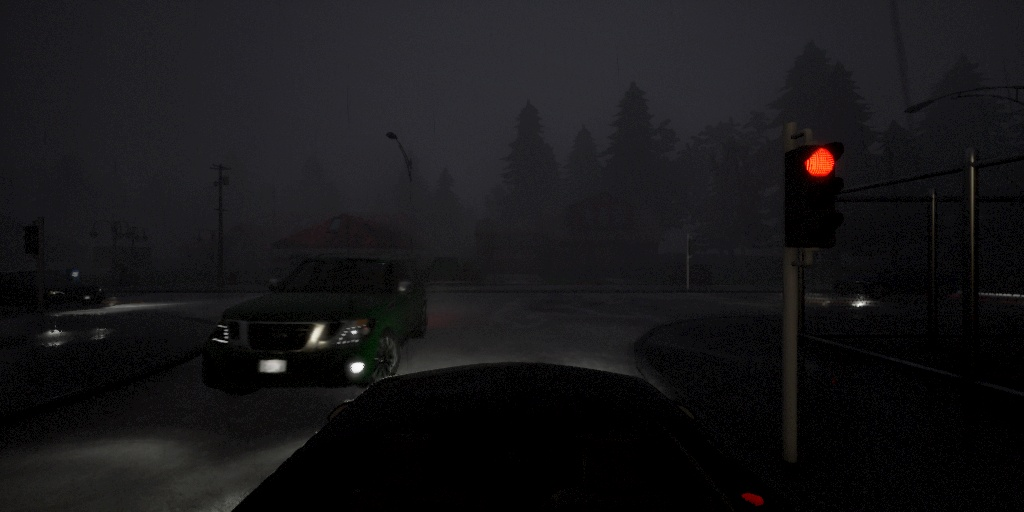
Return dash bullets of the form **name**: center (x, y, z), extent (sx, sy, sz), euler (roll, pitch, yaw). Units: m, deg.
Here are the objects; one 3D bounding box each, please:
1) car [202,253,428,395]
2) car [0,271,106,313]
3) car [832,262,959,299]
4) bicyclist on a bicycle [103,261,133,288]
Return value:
- **car**: center (-3.068, 0.971, 7.079), extent (2.150, 2.045, 5.566), euler (2, 0, -4)
- **car**: center (-18.273, 1.276, 13.454), extent (4.674, 1.442, 1.812), euler (0, 0, 0)
- **car**: center (18.727, 1.228, 17.646), extent (5.008, 1.535, 1.882), euler (0, 0, 0)
- **bicyclist on a bicycle**: center (-23.979, 1.098, 21.830), extent (0.582, 1.620, 1.656), euler (0, 0, 0)
